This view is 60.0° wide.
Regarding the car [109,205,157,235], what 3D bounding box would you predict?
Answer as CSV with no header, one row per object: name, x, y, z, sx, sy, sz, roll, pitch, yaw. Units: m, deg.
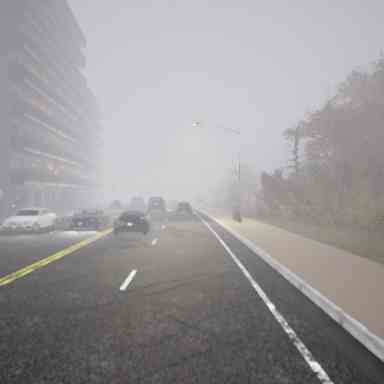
car,-3.478,1.750,20.266,1.994,1.385,4.181,0,0,-2

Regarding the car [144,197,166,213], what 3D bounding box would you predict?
car,-4.517,1.604,42.890,2.150,2.045,5.566,0,0,-4

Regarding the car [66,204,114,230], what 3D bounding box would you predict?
car,-6.914,1.776,22.473,1.994,1.385,4.181,0,-1,-1

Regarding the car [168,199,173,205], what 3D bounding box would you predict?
car,-4.323,2.193,75.179,1.994,1.385,4.181,0,0,-7

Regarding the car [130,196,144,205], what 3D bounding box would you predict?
car,-8.669,1.697,53.306,2.150,2.045,5.566,0,0,-4

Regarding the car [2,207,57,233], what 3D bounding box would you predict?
car,-10.137,1.731,21.194,1.812,1.442,4.674,0,-1,-1

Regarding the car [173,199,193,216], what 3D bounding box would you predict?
car,-0.930,1.832,37.095,1.837,1.490,4.892,0,0,-3

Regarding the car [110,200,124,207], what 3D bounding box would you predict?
car,-11.909,1.985,53.017,1.837,1.490,4.892,0,0,-4
